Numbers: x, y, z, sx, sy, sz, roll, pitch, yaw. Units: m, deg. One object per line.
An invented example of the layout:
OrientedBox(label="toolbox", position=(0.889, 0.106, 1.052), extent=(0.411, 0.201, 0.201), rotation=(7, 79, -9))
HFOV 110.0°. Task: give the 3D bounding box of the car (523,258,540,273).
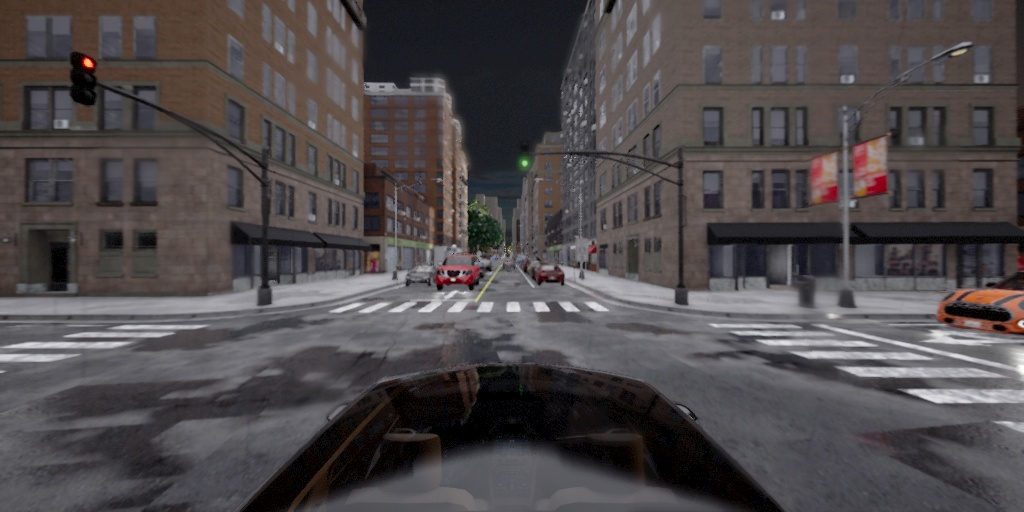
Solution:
OrientedBox(label="car", position=(2.386, 1.169, 35.832), extent=(1.751, 1.417, 4.829), rotation=(0, 0, -1))

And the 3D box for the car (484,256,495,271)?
OrientedBox(label="car", position=(-3.363, 1.127, 43.163), extent=(1.882, 1.535, 5.008), rotation=(0, 0, -1))

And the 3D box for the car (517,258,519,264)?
OrientedBox(label="car", position=(2.213, 1.047, 52.182), extent=(1.967, 1.591, 4.097), rotation=(0, 0, -1))

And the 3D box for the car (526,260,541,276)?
OrientedBox(label="car", position=(2.446, 1.226, 30.156), extent=(1.948, 1.339, 4.313), rotation=(0, 0, -1))

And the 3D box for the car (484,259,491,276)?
OrientedBox(label="car", position=(-3.326, 1.224, 32.794), extent=(2.033, 1.411, 5.357), rotation=(0, 0, 0))

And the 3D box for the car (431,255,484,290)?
OrientedBox(label="car", position=(-3.244, 0.932, 22.464), extent=(2.150, 2.045, 5.566), rotation=(0, 0, 0))

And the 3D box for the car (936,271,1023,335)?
OrientedBox(label="car", position=(13.948, 1.139, 9.126), extent=(4.553, 1.767, 2.097), rotation=(0, 0, 0))

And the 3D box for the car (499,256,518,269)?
OrientedBox(label="car", position=(-0.459, 1.110, 52.331), extent=(2.128, 1.511, 4.902), rotation=(0, 0, -1))

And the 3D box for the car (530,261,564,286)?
OrientedBox(label="car", position=(2.504, 1.223, 24.649), extent=(1.888, 1.381, 4.507), rotation=(0, 0, -1))

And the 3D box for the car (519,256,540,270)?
OrientedBox(label="car", position=(2.329, 0.945, 41.169), extent=(2.192, 1.841, 5.009), rotation=(0, 0, -1))

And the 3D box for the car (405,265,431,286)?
OrientedBox(label="car", position=(-6.022, 1.264, 24.563), extent=(2.007, 1.370, 4.403), rotation=(0, 0, -1))
